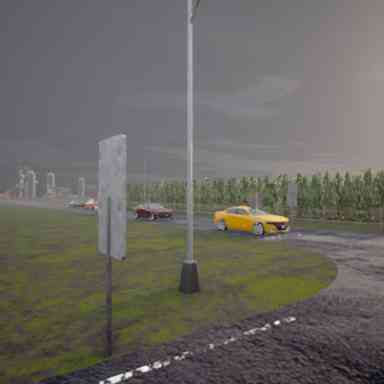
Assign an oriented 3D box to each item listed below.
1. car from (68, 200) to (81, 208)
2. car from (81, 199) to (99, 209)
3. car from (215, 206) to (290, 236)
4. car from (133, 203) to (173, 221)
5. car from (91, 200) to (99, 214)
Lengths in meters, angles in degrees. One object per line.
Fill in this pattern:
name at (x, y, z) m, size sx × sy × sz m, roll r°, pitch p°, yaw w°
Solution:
car at (-20.797, 2.112, 59.795) m, size 1.994 × 1.385 × 4.181 m, roll 0°, pitch -1°, yaw -35°
car at (-15.053, 1.807, 51.470) m, size 2.097 × 1.767 × 4.553 m, roll 0°, pitch -1°, yaw -35°
car at (3.389, 1.588, 19.535) m, size 1.882 × 1.535 × 5.008 m, roll 0°, pitch -1°, yaw -35°
car at (-3.504, 1.698, 29.508) m, size 1.882 × 1.535 × 5.008 m, roll 0°, pitch -1°, yaw -35°
car at (-9.636, 1.920, 38.421) m, size 1.895 × 1.301 × 4.718 m, roll 0°, pitch -1°, yaw -34°
